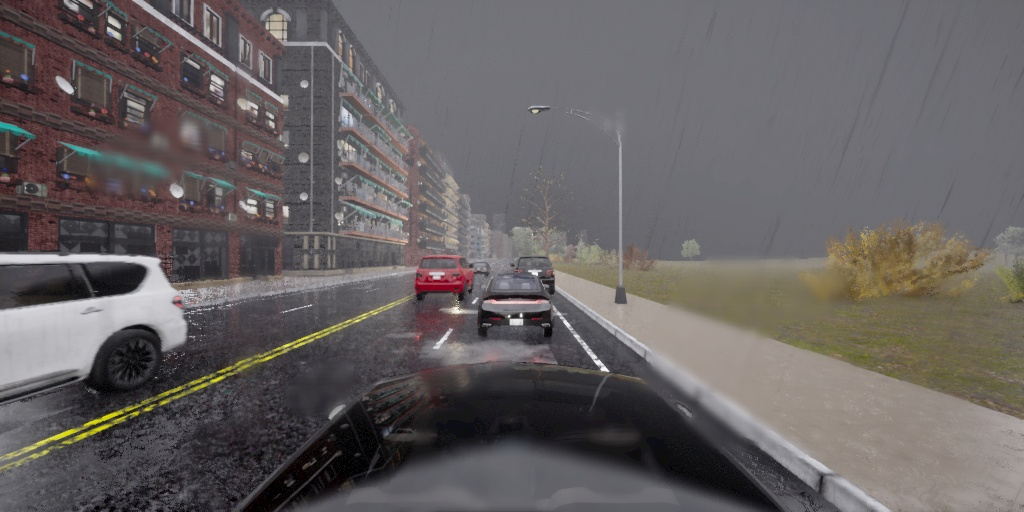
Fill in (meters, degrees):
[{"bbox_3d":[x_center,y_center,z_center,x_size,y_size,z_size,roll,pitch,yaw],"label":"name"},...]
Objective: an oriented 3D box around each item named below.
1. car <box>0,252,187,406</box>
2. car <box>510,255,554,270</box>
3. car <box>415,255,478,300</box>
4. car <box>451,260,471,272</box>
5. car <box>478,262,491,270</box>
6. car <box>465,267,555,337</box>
[{"bbox_3d":[-6.602,0.972,3.740,2.150,2.045,5.566,0,0,0],"label":"car"},{"bbox_3d":[1.115,0.977,20.189,2.150,2.045,5.566,0,0,0],"label":"car"},{"bbox_3d":[-3.169,0.974,17.700,2.150,2.045,5.566,0,0,0],"label":"car"},{"bbox_3d":[-6.654,1.255,47.305,1.837,1.490,4.892,0,0,0],"label":"car"},{"bbox_3d":[-3.191,1.299,36.888,2.033,1.411,5.357,0,0,0],"label":"car"},{"bbox_3d":[0.090,1.243,10.318,2.128,1.511,4.902,0,0,0],"label":"car"}]
